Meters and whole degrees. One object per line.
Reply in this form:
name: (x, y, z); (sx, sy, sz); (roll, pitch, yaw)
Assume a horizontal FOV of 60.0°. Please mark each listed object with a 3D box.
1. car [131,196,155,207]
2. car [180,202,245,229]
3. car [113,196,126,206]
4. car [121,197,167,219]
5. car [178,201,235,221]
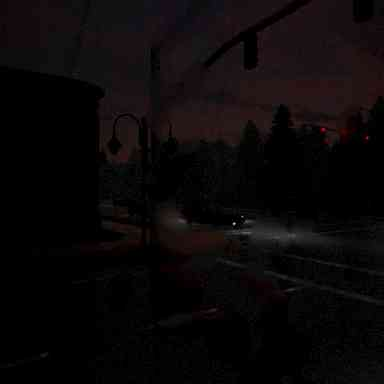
car: (-7.997, 1.505, 53.761); (1.837, 1.490, 4.892); (0, 0, -35)
car: (1.287, 1.601, 21.875); (1.895, 1.301, 4.718); (0, 0, -35)
car: (-10.561, 1.352, 51.316); (2.097, 1.767, 4.553); (0, 0, -35)
car: (-4.053, 1.492, 29.513); (2.128, 1.511, 4.902); (0, 0, -35)
car: (1.084, 1.547, 28.264); (2.033, 1.411, 5.357); (0, 0, -35)
